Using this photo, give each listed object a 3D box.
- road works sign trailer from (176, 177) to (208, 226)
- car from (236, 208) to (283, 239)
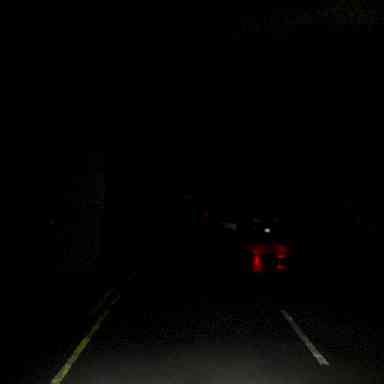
[{"bbox_3d":[0.000,0.653,24.796,2.380,3.560,2.880,0,0,0],"label":"road works sign trailer"},{"bbox_3d":[3.600,1.631,18.283,2.128,1.511,4.902,0,0,0],"label":"car"}]
